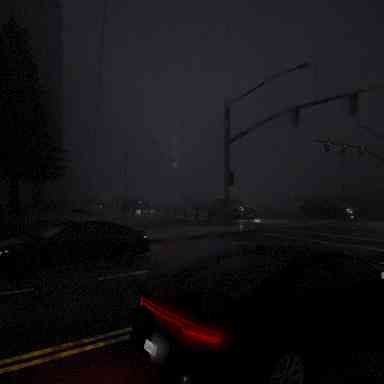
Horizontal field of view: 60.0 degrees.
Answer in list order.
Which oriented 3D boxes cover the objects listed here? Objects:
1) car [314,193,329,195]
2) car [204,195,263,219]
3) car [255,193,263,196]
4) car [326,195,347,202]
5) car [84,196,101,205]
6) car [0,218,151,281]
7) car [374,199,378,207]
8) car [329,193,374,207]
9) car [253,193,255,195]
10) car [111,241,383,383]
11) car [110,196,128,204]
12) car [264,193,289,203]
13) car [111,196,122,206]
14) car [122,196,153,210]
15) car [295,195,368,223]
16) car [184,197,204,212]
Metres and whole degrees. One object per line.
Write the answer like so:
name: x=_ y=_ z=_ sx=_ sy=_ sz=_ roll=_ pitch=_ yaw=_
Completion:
car: x=29.998 y=1.153 z=73.077 sx=1.932 sy=1.855 sz=4.605 roll=0 pitch=0 yaw=-35
car: x=3.521 y=1.354 z=28.987 sx=2.097 sy=1.767 sz=4.553 roll=0 pitch=0 yaw=-36
car: x=14.586 y=1.364 z=80.534 sx=1.784 sy=1.438 sz=3.905 roll=0 pitch=0 yaw=-35
car: x=32.395 y=1.364 z=74.704 sx=1.784 sy=1.438 sz=3.905 roll=0 pitch=0 yaw=-35
car: x=-17.492 y=1.528 z=58.469 sx=2.128 sy=1.511 sz=4.902 roll=0 pitch=0 yaw=-36
car: x=-3.500 y=1.526 z=9.982 sx=4.674 sy=1.442 sz=1.812 roll=0 pitch=0 yaw=-34
car: x=24.205 y=1.156 z=47.406 sx=1.905 sy=1.878 sz=3.866 roll=0 pitch=0 yaw=-35
car: x=21.815 y=1.153 z=45.773 sx=1.932 sy=1.855 sz=4.605 roll=0 pitch=0 yaw=-35
car: x=12.227 y=1.395 z=78.856 sx=1.970 sy=1.475 sz=3.806 roll=0 pitch=0 yaw=-35
car: x=1.587 y=1.478 z=4.927 sx=5.008 sy=1.535 sz=1.882 roll=0 pitch=0 yaw=-35
car: x=-14.694 y=1.503 z=66.750 sx=1.837 sy=1.490 sz=4.892 roll=0 pitch=-1 yaw=-35
car: x=16.283 y=1.395 z=63.207 sx=1.970 sy=1.475 sz=3.806 roll=0 pitch=0 yaw=-35
car: x=-11.951 y=1.477 z=56.672 sx=1.882 sy=1.535 sz=5.008 roll=0 pitch=0 yaw=-35
car: x=-7.009 y=1.352 z=43.685 sx=2.097 sy=1.767 sz=4.553 roll=0 pitch=0 yaw=-36
car: x=10.672 y=1.351 z=25.835 sx=2.097 sy=1.767 sz=4.553 roll=0 pitch=0 yaw=-42
car: x=1.370 y=1.564 z=37.993 sx=1.994 sy=1.385 sz=4.181 roll=0 pitch=0 yaw=-36
